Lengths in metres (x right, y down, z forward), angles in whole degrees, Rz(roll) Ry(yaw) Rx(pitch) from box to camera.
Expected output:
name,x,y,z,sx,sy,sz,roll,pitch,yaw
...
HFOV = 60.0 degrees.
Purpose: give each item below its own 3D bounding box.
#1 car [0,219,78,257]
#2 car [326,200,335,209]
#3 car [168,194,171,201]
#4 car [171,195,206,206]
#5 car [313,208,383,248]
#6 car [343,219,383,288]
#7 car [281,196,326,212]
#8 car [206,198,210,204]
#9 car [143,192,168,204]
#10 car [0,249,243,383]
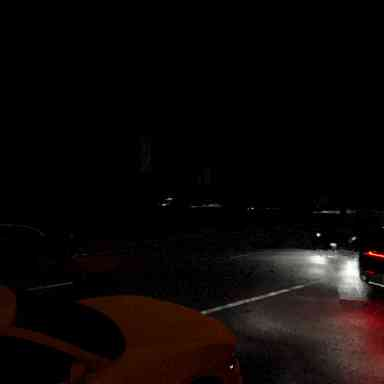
name,x,y,z,sx,sy,sz,roll,pitch,yaw
car,-5.546,1.491,8.633,4.902,1.511,2.128,0,0,-36
car,13.961,1.233,38.423,1.882,1.535,5.008,-1,0,-39
car,-6.103,1.239,74.804,2.128,1.511,4.902,-1,0,-38
car,-0.588,1.301,50.958,1.837,1.490,4.892,-1,0,-39
car,7.218,1.477,13.450,5.357,1.411,2.033,-1,0,-36
car,5.900,1.468,7.959,4.892,1.490,1.837,0,0,-35
car,11.658,1.350,35.636,1.994,1.385,4.181,-1,0,-38
car,0.924,1.257,54.672,2.128,1.511,4.902,-1,0,-39
car,-7.115,1.022,59.149,2.150,2.045,5.566,-1,0,-38
car,-1.813,1.478,2.437,5.008,1.535,1.882,0,0,-36
